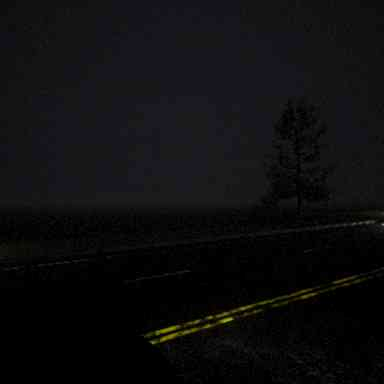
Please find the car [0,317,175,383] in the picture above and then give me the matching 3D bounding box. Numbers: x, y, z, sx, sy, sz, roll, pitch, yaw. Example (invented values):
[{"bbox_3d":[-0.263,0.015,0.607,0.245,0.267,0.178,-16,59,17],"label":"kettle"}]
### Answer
[{"bbox_3d":[-2.383,1.477,1.747,5.008,1.535,1.882,0,0,-35],"label":"car"}]
